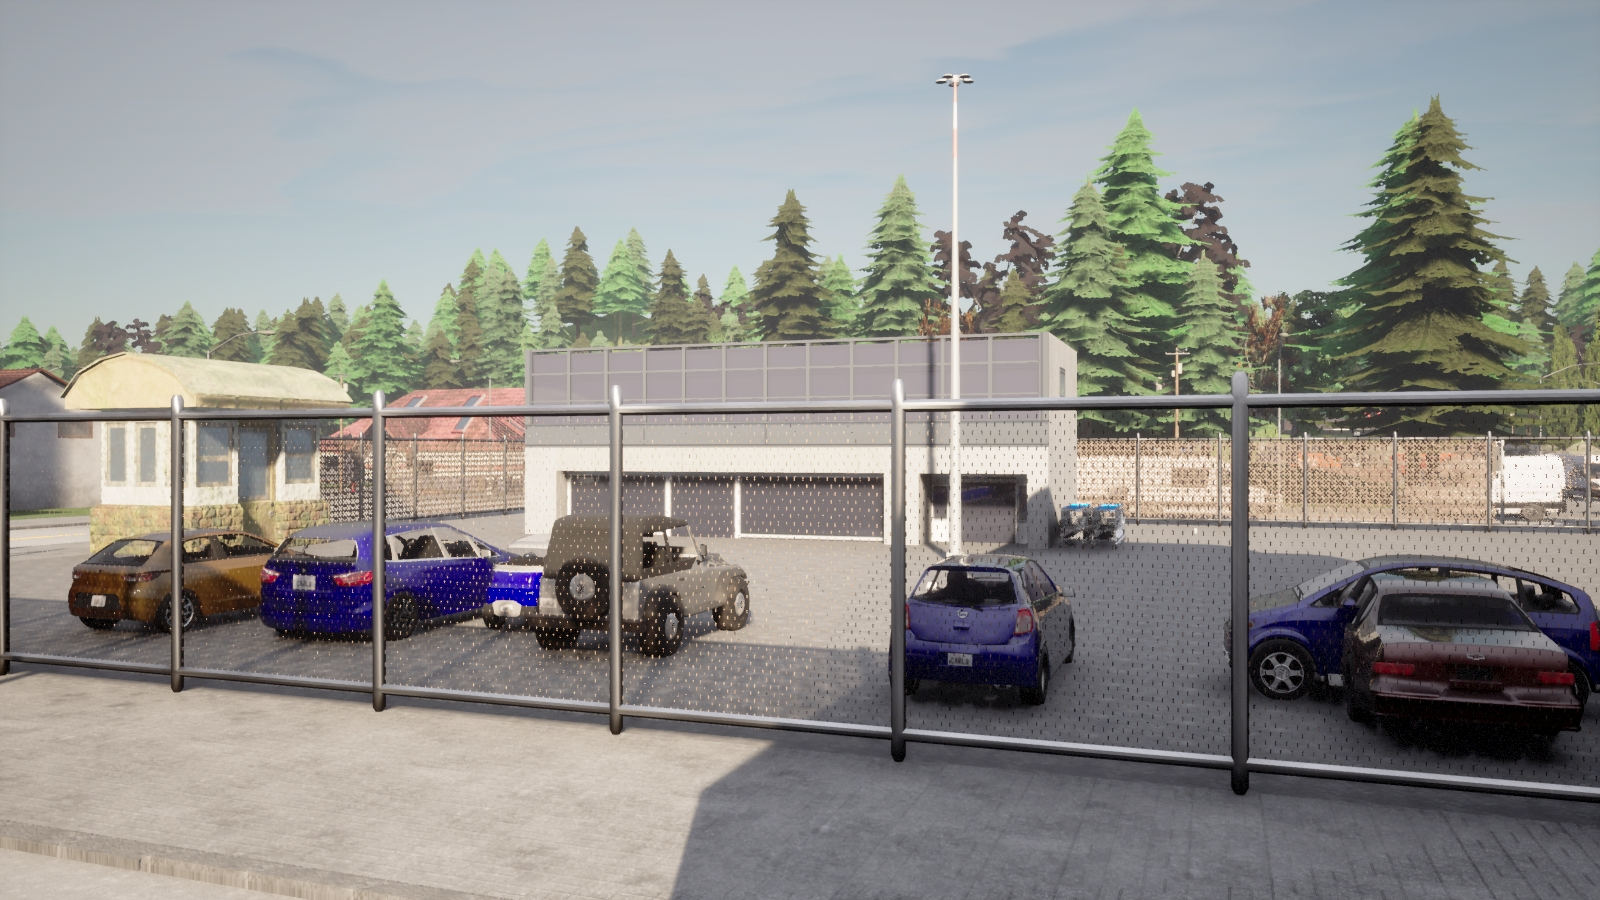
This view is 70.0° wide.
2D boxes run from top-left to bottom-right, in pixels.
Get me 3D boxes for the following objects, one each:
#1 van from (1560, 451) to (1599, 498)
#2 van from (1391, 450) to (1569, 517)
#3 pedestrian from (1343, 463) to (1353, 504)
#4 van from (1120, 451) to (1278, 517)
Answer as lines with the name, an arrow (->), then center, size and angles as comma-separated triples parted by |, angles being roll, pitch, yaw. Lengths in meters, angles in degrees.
van -> 44.415, 1.315, 63.727 | 1.988, 2.561, 5.915 | 0, 0, 20
van -> 27.232, 1.313, 46.018 | 5.915, 2.561, 1.988 | 0, 0, 21
pedestrian -> 25.113, 1.527, 52.357 | 0.375, 1.860, 0.375 | 0, 0, 22
van -> 16.090, 1.314, 46.209 | 5.915, 2.561, 1.988 | 0, 0, 20
